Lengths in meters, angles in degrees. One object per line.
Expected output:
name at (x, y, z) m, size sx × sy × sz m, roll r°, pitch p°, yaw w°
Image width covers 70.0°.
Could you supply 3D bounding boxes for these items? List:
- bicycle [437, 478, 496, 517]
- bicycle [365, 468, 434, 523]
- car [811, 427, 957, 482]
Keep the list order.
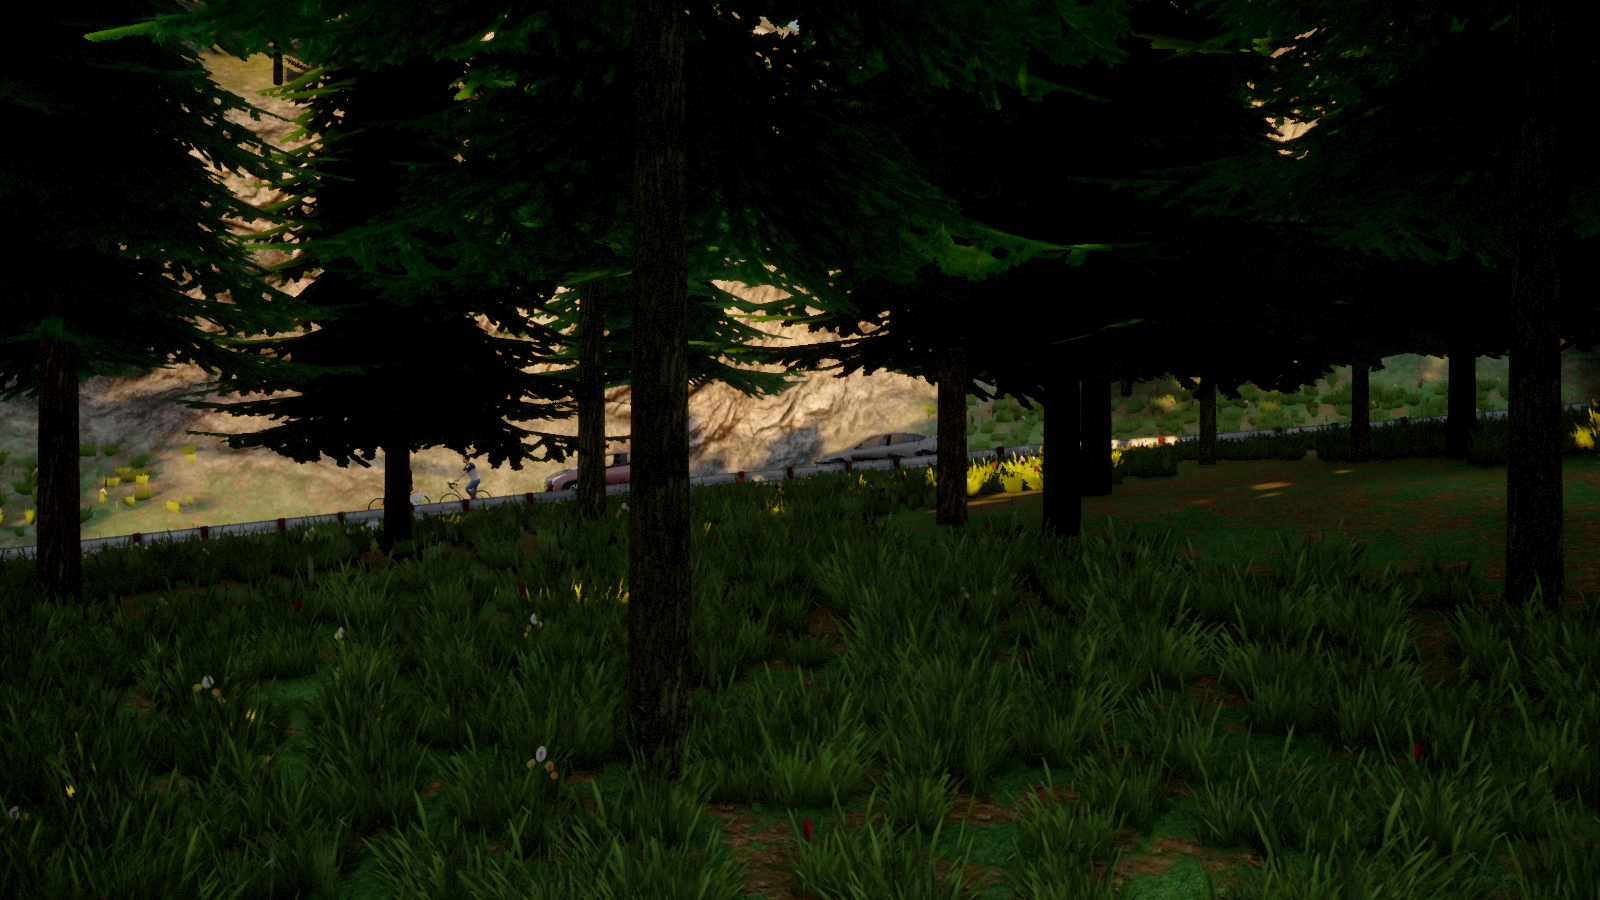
bicycle at (-10.252, 1.440, 35.171) m, size 1.643 × 1.024 × 0.373 m, roll -5°, pitch 3°, yaw -36°
bicycle at (-12.076, 1.355, 34.488) m, size 1.835 × 1.471 × 0.329 m, roll -5°, pitch 2°, yaw -29°
car at (2.862, 0.150, 39.958) m, size 4.792 × 1.488 × 2.163 m, roll -4°, pitch 0°, yaw -2°
